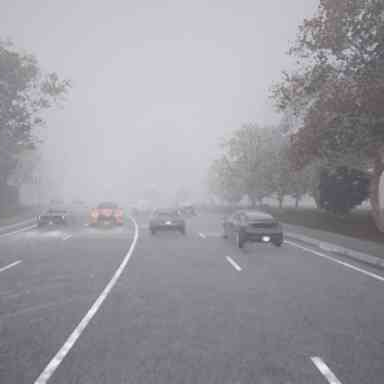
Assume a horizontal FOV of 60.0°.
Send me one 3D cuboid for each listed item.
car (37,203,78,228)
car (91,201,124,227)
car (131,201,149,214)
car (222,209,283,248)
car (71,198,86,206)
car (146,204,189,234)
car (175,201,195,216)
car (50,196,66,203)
[{"bbox_3d":[-9.471,1.713,23.477,1.895,1.301,4.718,0,0,-12],"label":"car"},{"bbox_3d":[-6.023,1.462,23.869,2.097,1.767,4.553,0,0,-12],"label":"car"},{"bbox_3d":[-5.609,1.693,37.131,1.812,1.442,4.674,0,0,-17],"label":"car"},{"bbox_3d":[2.613,1.566,15.240,1.837,1.490,4.892,0,0,-6],"label":"car"},{"bbox_3d":[-21.600,1.820,63.159,2.033,1.411,5.357,0,0,-31],"label":"car"},{"bbox_3d":[-1.575,1.652,20.007,1.994,1.385,4.181,0,0,-8],"label":"car"},{"bbox_3d":[-0.986,1.675,33.756,1.812,1.442,4.674,0,0,-15],"label":"car"},{"bbox_3d":[-24.992,1.636,61.999,2.097,1.767,4.553,0,0,-32],"label":"car"}]
